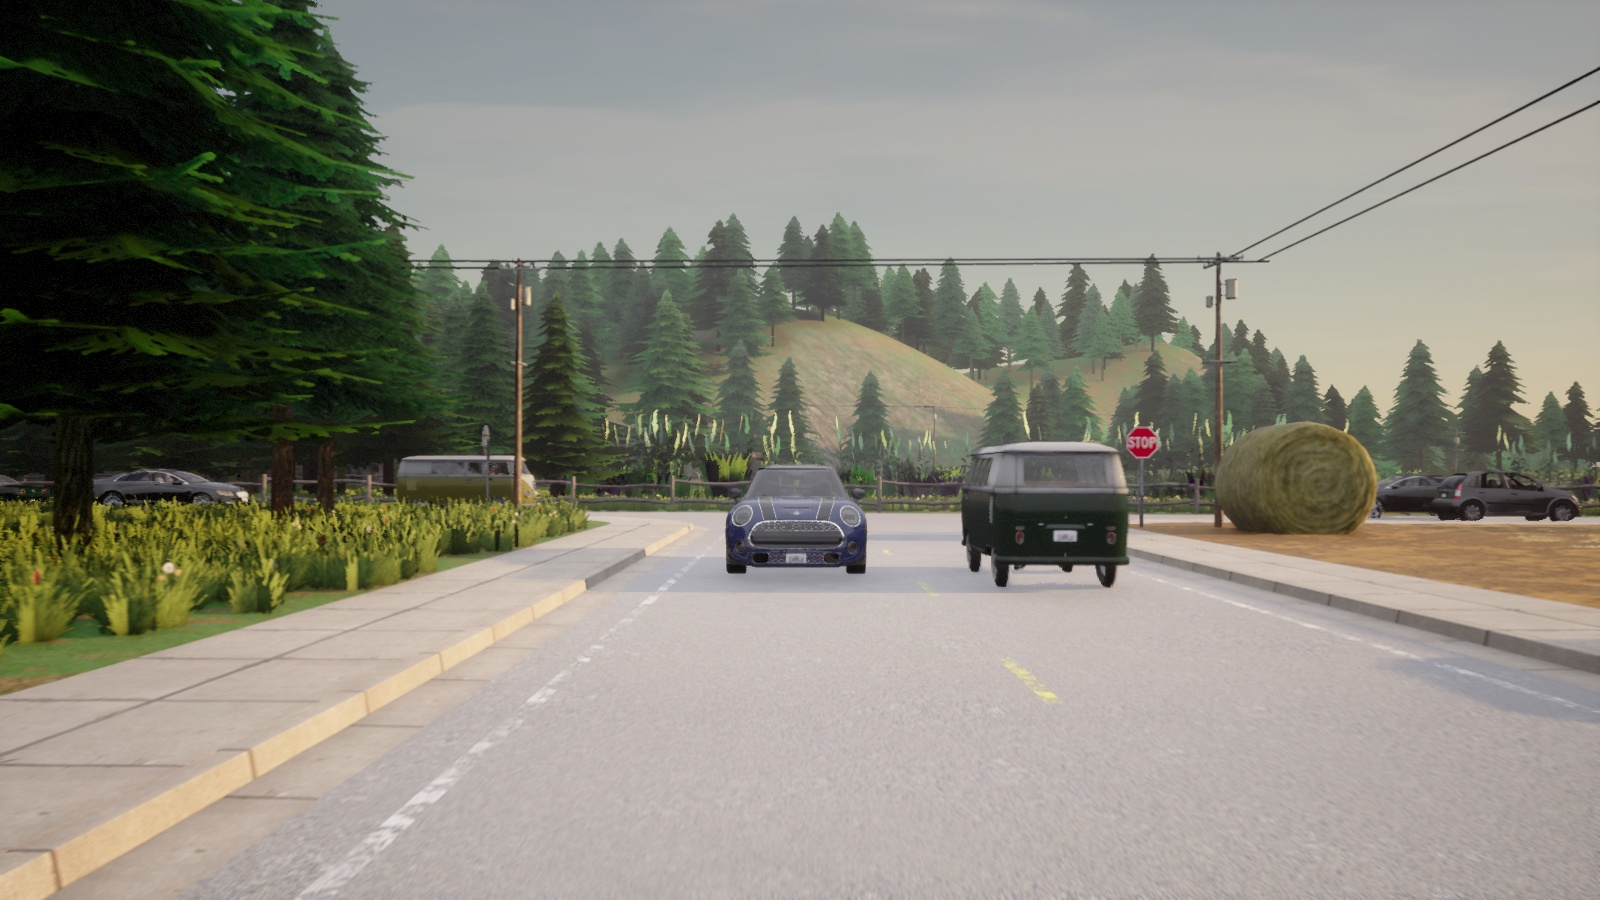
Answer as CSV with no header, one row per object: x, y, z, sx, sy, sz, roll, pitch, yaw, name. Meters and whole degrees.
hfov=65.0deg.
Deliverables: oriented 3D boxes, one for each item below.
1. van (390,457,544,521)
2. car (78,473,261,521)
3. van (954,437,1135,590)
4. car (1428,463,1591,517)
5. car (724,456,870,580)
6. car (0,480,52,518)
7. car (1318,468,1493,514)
-10.691,1.249,40.503,4.442,1.987,1.775,0,-1,3,van
-20.458,1.497,40.899,4.902,1.511,2.128,0,-1,2,car
3.454,0.862,18.553,1.775,1.987,4.442,0,-1,0,van
21.954,1.238,38.973,3.988,1.617,1.851,0,-1,3,car
-0.050,1.011,20.281,2.097,1.767,4.553,0,-1,0,car
-29.476,1.747,44.568,4.718,1.301,1.895,0,-1,1,car
20.435,1.362,42.546,4.902,1.511,2.128,0,-1,3,car
